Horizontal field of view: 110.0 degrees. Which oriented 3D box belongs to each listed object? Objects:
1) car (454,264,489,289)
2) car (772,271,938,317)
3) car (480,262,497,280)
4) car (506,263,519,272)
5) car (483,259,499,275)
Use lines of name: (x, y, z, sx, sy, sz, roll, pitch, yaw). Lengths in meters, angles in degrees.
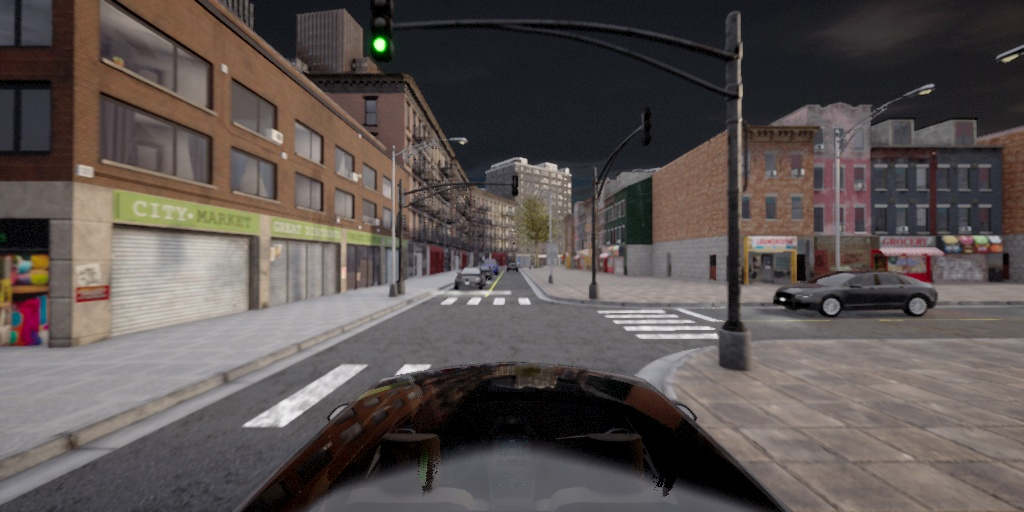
car: (-2.859, 1.501, 25.248, 1.812, 1.442, 4.674, 0, -1, 0)
car: (12.042, 1.283, 12.765, 4.892, 1.490, 1.837, 0, 0, 0)
car: (-2.876, 1.628, 35.680, 2.033, 1.411, 5.357, 0, -1, 0)
car: (0.062, 1.815, 57.582, 1.837, 1.490, 4.892, 0, -1, 0)
car: (-2.863, 1.413, 46.303, 2.150, 2.045, 5.566, 0, -1, 1)
